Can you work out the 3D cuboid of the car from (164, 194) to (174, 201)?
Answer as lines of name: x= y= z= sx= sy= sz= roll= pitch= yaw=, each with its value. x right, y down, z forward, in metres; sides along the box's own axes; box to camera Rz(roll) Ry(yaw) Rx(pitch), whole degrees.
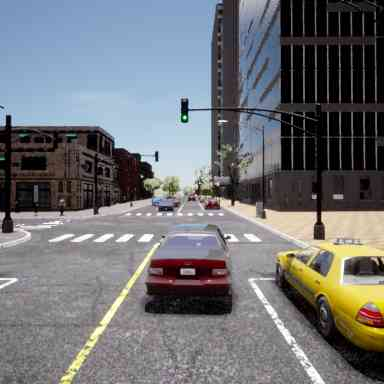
car: x=-5.737 y=1.348 z=82.852 sx=2.192 sy=1.841 sz=5.009 roll=1 pitch=0 yaw=0

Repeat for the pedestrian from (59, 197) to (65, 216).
pedestrian: x=-12.569 y=1.369 z=32.087 sx=0.375 sy=1.860 sz=0.375 roll=0 pitch=0 yaw=1

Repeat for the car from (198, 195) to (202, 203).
car: x=2.648 y=1.553 z=71.948 sx=1.752 sy=1.417 sz=4.829 roll=1 pitch=0 yaw=0

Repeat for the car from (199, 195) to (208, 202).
car: x=2.644 y=1.556 z=77.483 sx=1.752 sy=1.417 sz=4.829 roll=1 pitch=0 yaw=0

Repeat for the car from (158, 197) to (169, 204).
car: x=-5.729 y=1.607 z=66.249 sx=1.802 sy=1.307 sz=4.206 roll=1 pitch=0 yaw=0

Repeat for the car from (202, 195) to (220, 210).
car: x=2.670 y=1.456 z=44.103 sx=1.967 sy=1.590 sz=4.097 roll=1 pitch=0 yaw=0

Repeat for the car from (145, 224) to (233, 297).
car: x=0.068 y=1.550 z=8.775 sx=2.033 sy=1.411 sz=5.357 roll=0 pitch=0 yaw=3

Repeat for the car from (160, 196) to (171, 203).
car: x=-5.733 y=1.594 z=71.784 sx=1.947 sy=1.339 sz=4.313 roll=1 pitch=0 yaw=0

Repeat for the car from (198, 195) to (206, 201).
car: x=2.635 y=1.580 z=88.382 sx=1.887 sy=1.381 sz=4.507 roll=1 pitch=0 yaw=0

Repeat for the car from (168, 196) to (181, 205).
car: x=-3.112 y=1.515 z=61.360 sx=2.128 sy=1.511 sz=4.902 roll=0 pitch=0 yaw=0

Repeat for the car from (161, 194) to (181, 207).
car: x=-3.133 y=1.371 z=50.983 sx=2.097 sy=1.767 sz=4.553 roll=0 pitch=0 yaw=0

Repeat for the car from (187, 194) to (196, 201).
car: x=-0.061 y=1.387 z=81.614 sx=2.097 sy=1.767 sz=4.553 roll=0 pitch=0 yaw=0

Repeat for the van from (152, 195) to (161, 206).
van: x=-5.717 y=1.362 z=55.181 sx=1.690 sy=1.788 sz=3.998 roll=1 pitch=0 yaw=0

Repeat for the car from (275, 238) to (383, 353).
car: x=2.834 y=1.527 z=6.326 sx=1.752 sy=1.417 sz=4.829 roll=1 pitch=0 yaw=0

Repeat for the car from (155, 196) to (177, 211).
car: x=-3.154 y=1.562 z=41.084 sx=2.033 sy=1.411 sz=5.357 roll=0 pitch=0 yaw=-3
